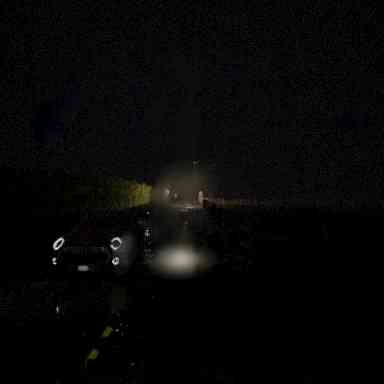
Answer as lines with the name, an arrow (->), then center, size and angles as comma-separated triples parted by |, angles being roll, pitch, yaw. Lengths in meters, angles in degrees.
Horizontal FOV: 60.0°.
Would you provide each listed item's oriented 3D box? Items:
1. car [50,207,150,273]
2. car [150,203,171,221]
car -> -2.829, 1.407, 10.917 | 2.097, 1.767, 4.553 | 0, 0, 0
car -> -2.801, 1.659, 28.654 | 1.812, 1.442, 4.674 | 0, 0, 0
